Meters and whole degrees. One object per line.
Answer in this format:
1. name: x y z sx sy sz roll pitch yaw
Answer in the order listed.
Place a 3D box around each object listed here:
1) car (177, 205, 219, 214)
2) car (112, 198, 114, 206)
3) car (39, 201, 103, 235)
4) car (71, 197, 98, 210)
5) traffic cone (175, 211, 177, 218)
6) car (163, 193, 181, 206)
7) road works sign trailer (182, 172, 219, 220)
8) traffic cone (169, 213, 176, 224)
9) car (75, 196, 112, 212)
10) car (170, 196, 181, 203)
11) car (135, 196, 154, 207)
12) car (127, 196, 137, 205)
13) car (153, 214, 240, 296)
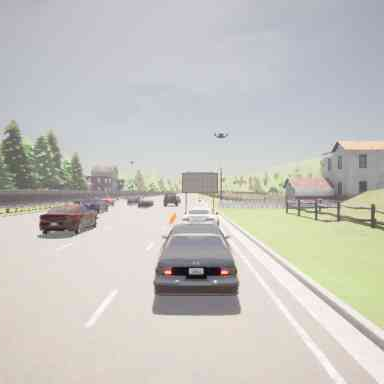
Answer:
1. car: 0.494 1.539 18.449 1.812 1.442 4.674 0 -1 6
2. car: -13.846 1.352 53.113 2.097 1.767 4.553 0 0 0
3. car: -6.880 1.478 19.052 1.882 1.535 5.008 0 0 0
4. car: -13.855 1.478 43.115 1.882 1.535 5.008 0 0 0
5. traffic cone: -1.461 1.955 25.162 0.340 0.580 0.340 0 0 0
6. car: -3.345 1.221 53.342 2.150 2.045 5.566 0 0 0
7. road works sign trailer: 0.509 0.464 22.063 2.380 3.560 2.880 0 0 -3
8. traffic cone: -1.463 1.955 23.162 0.340 0.580 0.340 0 0 0
9. car: -10.363 1.352 35.273 2.097 1.767 4.553 0 0 0
10. car: -3.329 1.564 68.557 1.994 1.385 4.181 0 0 0
11. car: -6.848 1.601 50.236 1.895 1.301 4.718 0 0 0
12. car: -10.338 1.490 59.752 2.128 1.511 4.902 0 0 0
13. car: 0.107 1.547 8.806 2.033 1.411 5.357 0 0 1
